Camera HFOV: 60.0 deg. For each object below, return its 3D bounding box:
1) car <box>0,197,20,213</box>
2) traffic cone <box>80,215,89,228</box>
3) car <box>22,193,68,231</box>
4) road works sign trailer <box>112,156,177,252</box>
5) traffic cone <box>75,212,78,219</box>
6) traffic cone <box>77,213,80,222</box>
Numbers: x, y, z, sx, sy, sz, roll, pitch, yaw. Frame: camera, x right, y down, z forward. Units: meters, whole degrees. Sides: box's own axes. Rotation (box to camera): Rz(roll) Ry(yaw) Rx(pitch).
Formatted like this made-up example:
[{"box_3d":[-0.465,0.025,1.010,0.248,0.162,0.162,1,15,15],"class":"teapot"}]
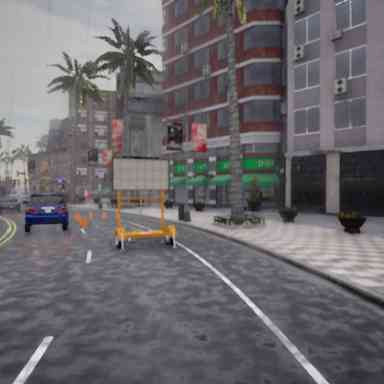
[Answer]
[{"box_3d":[-18.658,1.222,33.234,2.128,1.511,4.902,0,0,-41],"class":"car"},{"box_3d":[-6.272,1.798,19.553,0.340,0.580,0.340,0,0,-23],"class":"traffic cone"},{"box_3d":[-8.623,1.064,19.542,2.150,2.045,5.566,0,0,-26],"class":"car"},{"box_3d":[-2.128,0.354,13.707,2.380,3.560,2.880,0,1,-23],"class":"road works sign trailer"},{"box_3d":[-7.860,1.769,23.224,0.340,0.580,0.340,0,0,-23],"class":"traffic cone"},{"box_3d":[-7.066,1.783,21.389,0.340,0.580,0.340,0,0,-23],"class":"traffic cone"}]
